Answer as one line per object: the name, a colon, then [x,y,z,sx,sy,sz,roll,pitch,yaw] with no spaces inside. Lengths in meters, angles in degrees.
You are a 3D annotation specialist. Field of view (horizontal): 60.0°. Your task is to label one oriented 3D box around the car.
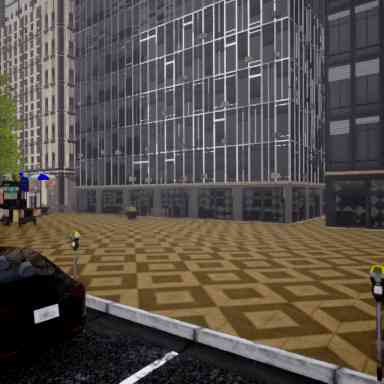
car: [-3.519,1.566,5.398,4.313,1.339,1.947,0,0,36]
